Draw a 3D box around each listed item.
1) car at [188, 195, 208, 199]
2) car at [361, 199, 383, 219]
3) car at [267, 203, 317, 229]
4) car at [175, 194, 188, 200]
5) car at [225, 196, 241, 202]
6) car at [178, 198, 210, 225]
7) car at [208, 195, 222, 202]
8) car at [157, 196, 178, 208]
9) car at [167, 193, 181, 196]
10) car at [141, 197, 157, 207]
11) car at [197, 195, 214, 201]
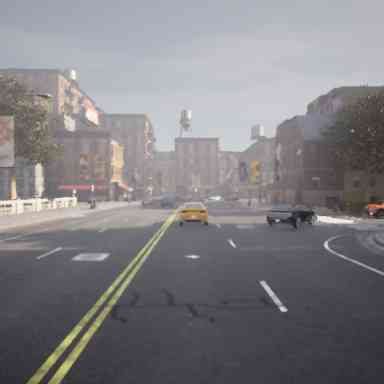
[{"bbox_3d":[1.101,1.567,59.092,1.994,1.385,4.181,0,0,10],"label":"car"},{"bbox_3d":[16.992,1.354,28.419,4.553,1.767,2.097,0,0,0],"label":"car"},{"bbox_3d":[6.649,1.493,21.853,2.128,1.511,4.902,-1,0,38],"label":"car"},{"bbox_3d":[-1.326,1.566,64.916,1.994,1.385,4.181,0,0,16],"label":"car"},{"bbox_3d":[9.940,1.600,79.309,1.895,1.301,4.718,0,0,39],"label":"car"},{"bbox_3d":[0.103,1.479,24.324,1.882,1.535,5.008,0,0,0],"label":"car"},{"bbox_3d":[5.392,1.504,79.030,1.812,1.442,4.674,0,0,33],"label":"car"},{"bbox_3d":[-3.528,1.603,48.242,1.895,1.301,4.718,0,0,1],"label":"car"},{"bbox_3d":[-3.803,1.229,68.673,2.150,2.045,5.566,0,0,18],"label":"car"},{"bbox_3d":[-6.812,1.494,52.719,2.128,1.511,4.902,0,0,3],"label":"car"},{"bbox_3d":[3.418,1.449,82.316,1.837,1.490,4.892,0,0,36],"label":"car"}]
